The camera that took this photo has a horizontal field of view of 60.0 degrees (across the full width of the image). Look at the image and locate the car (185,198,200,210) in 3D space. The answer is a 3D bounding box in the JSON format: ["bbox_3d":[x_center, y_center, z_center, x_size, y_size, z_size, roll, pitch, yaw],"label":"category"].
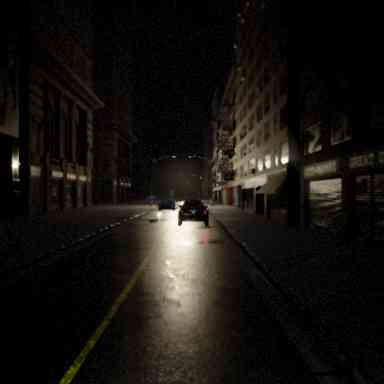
[{"bbox_3d":[0.083,1.569,45.663,1.882,1.535,5.008,0,0,0],"label":"car"}]

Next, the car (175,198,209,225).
[{"bbox_3d":[0.090,1.389,24.490,2.097,1.767,4.553,0,0,0],"label":"car"}]

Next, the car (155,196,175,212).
[{"bbox_3d":[-3.016,1.553,40.587,1.882,1.535,5.008,0,0,0],"label":"car"}]
